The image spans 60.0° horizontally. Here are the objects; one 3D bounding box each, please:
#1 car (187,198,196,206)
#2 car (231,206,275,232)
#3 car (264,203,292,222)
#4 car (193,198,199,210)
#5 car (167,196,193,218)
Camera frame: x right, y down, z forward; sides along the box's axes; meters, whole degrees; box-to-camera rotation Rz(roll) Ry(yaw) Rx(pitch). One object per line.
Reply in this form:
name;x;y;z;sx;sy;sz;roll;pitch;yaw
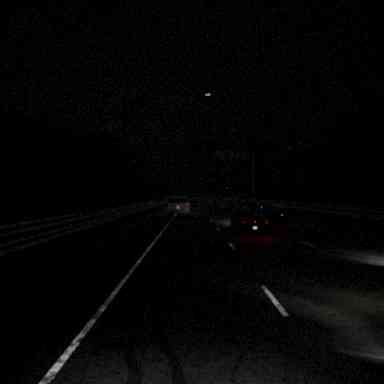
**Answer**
car;-0.108;2.012;66.466;1.837;1.490;4.892;0;-1;0
car;3.567;1.744;21.037;1.895;1.301;4.718;0;0;0
car;7.055;1.676;28.550;1.882;1.535;5.008;0;0;0
car;-0.082;1.881;50.967;1.837;1.490;4.892;0;0;0
car;-1.278;1.457;32.996;2.150;2.045;5.566;0;0;0
